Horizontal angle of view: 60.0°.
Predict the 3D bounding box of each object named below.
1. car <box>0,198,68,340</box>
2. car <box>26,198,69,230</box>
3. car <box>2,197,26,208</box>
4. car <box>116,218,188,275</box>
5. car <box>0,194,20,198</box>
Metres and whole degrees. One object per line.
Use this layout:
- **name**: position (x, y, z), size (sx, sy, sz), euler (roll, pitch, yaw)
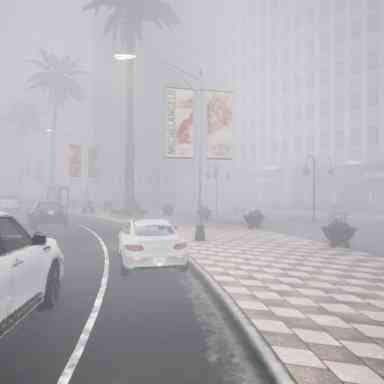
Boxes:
- **car**: position (-3.519, 1.221, 4.553), size (2.150, 2.045, 5.566), euler (0, 0, -6)
- **car**: position (-9.681, 1.345, 22.057), size (2.097, 1.767, 4.553), euler (0, 0, -31)
- **car**: position (-25.899, 1.461, 48.418), size (2.231, 1.521, 4.892), euler (0, 0, -39)
- **car**: position (-1.355, 1.525, 10.430), size (1.812, 1.442, 4.674), euler (0, 0, -14)
- **car**: position (-20.738, 1.205, 36.968), size (2.150, 2.045, 5.566), euler (0, 0, -38)
